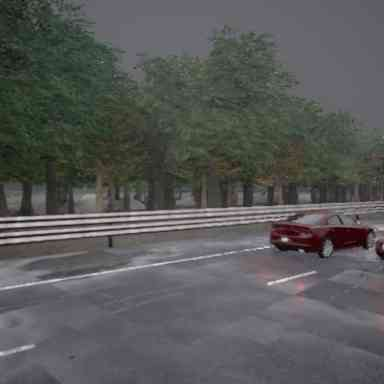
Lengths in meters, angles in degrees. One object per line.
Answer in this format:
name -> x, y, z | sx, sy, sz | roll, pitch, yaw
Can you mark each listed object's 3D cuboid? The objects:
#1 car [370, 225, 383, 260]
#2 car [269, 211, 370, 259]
car -> 7.642, 1.582, 10.224 | 4.718, 1.301, 1.895 | 0, 0, -37
car -> 5.064, 1.452, 12.624 | 5.008, 1.535, 1.882 | 0, 0, -37
